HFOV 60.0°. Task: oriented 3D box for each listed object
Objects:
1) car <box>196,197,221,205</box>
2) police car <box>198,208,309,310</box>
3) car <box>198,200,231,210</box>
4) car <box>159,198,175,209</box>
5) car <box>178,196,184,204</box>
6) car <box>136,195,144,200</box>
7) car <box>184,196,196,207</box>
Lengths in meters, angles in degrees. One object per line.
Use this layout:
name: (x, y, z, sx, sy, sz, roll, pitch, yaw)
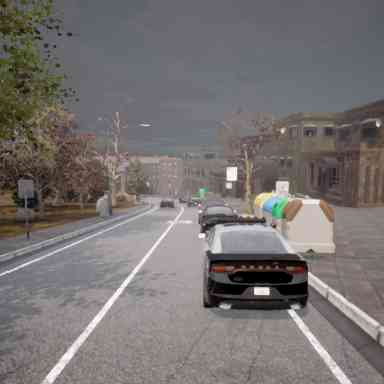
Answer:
car: (1.513, 1.277, 23.921, 2.097, 1.767, 4.553, 0, 0, 1)
police car: (1.187, 1.402, 7.990, 1.930, 1.638, 5.238, 0, 0, 1)
car: (1.390, 1.423, 17.927, 1.882, 1.535, 5.008, 0, 0, 1)
car: (-3.118, 1.477, 42.360, 1.895, 1.301, 4.718, 0, 0, -3)
car: (-1.249, 1.356, 60.169, 1.994, 1.385, 4.181, -1, 0, -11)
car: (-15.121, 1.564, 94.256, 1.895, 1.301, 4.718, -3, 1, -24)
car: (0.295, 1.365, 46.843, 1.812, 1.442, 4.674, 0, 0, -5)
